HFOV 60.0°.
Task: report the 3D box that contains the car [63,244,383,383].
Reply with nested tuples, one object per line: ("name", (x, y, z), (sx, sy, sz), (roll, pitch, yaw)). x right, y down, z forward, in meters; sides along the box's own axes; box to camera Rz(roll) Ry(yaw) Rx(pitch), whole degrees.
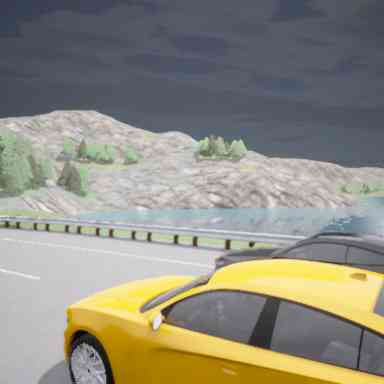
("car", (0.756, 1.456, 3.336), (5.008, 1.535, 1.882), (0, 0, 35))

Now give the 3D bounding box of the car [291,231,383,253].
("car", (2.587, 1.484, 6.305), (4.674, 1.442, 1.812), (0, 0, 34))
